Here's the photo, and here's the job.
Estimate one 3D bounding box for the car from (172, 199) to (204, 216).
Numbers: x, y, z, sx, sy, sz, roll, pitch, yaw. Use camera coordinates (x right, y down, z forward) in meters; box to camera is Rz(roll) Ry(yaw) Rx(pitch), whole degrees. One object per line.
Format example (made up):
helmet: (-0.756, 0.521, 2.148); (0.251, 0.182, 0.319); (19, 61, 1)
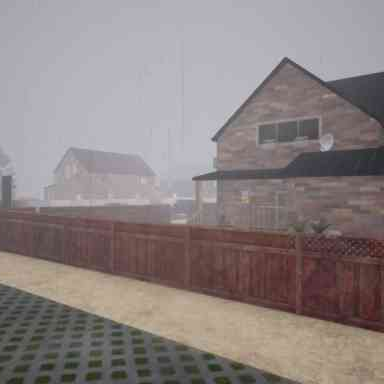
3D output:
car: (-0.080, 1.543, 35.174); (2.097, 1.767, 4.553); (0, 0, 35)

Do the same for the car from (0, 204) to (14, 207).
car: (-13.252, 1.570, 21.632); (1.837, 1.490, 4.892); (0, 0, 34)

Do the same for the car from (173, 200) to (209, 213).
car: (-0.093, 1.712, 40.220); (1.837, 1.490, 4.892); (0, 0, 36)

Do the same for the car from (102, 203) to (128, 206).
car: (-7.131, 1.676, 30.335); (2.033, 1.411, 5.357); (0, 0, 35)
